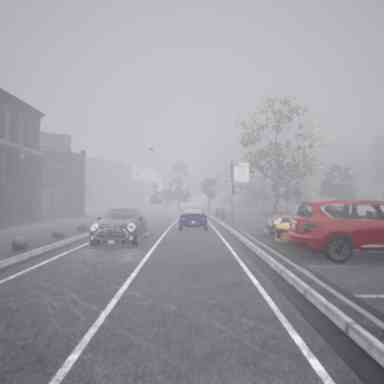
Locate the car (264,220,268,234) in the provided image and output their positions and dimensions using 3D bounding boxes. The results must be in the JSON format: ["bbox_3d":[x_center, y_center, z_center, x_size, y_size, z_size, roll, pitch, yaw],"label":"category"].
[{"bbox_3d":[6.206,1.503,17.730,4.553,1.767,2.185,0,-1,-1],"label":"car"}]

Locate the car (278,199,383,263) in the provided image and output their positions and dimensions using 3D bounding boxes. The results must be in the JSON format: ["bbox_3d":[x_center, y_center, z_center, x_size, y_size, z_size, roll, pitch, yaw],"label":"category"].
[{"bbox_3d":[6.263,1.294,11.779,5.566,2.045,2.435,0,-1,0],"label":"car"}]

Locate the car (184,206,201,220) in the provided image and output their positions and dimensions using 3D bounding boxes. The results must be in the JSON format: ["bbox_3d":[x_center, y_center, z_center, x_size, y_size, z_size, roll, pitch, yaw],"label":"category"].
[{"bbox_3d":[0.078,2.402,38.990,1.837,1.490,4.892,0,-2,0],"label":"car"}]

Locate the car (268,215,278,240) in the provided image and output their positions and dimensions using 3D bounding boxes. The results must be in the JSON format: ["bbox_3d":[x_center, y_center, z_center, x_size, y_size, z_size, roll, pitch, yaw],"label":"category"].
[{"bbox_3d":[6.210,1.586,14.693,5.008,1.535,2.097,0,-1,-1],"label":"car"}]

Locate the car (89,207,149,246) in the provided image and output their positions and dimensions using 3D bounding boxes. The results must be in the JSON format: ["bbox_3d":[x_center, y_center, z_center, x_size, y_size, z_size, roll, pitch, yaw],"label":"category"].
[{"bbox_3d":[-3.355,1.522,16.004,2.097,1.767,4.553,0,-1,0],"label":"car"}]

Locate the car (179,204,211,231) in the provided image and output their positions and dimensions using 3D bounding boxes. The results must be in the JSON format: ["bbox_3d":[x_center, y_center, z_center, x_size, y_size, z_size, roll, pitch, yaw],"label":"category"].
[{"bbox_3d":[0.079,1.832,23.554,1.882,1.535,5.008,0,-2,0],"label":"car"}]
